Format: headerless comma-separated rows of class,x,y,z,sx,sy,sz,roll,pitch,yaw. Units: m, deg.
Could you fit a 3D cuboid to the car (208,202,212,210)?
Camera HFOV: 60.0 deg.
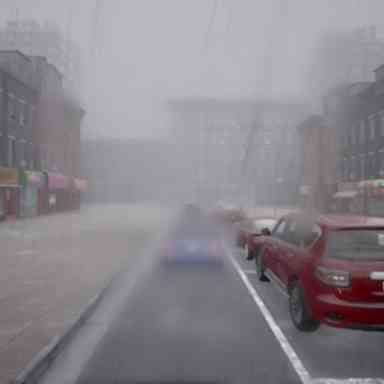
car,2.638,1.456,28.770,1.967,1.590,4.097,0,0,0

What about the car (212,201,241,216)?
car,2.639,1.556,23.266,1.887,1.381,4.507,0,0,0

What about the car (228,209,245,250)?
car,2.641,1.548,12.259,1.887,1.381,4.507,0,0,0

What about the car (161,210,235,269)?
car,0.037,1.551,11.175,2.033,1.411,5.357,0,0,1

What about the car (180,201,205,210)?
car,0.058,1.520,29.232,1.837,1.490,4.892,0,0,0

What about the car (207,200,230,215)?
car,2.636,1.571,34.273,2.008,1.369,4.403,0,0,0

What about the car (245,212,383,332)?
car,2.645,1.316,6.755,2.192,1.841,5.009,0,0,0
